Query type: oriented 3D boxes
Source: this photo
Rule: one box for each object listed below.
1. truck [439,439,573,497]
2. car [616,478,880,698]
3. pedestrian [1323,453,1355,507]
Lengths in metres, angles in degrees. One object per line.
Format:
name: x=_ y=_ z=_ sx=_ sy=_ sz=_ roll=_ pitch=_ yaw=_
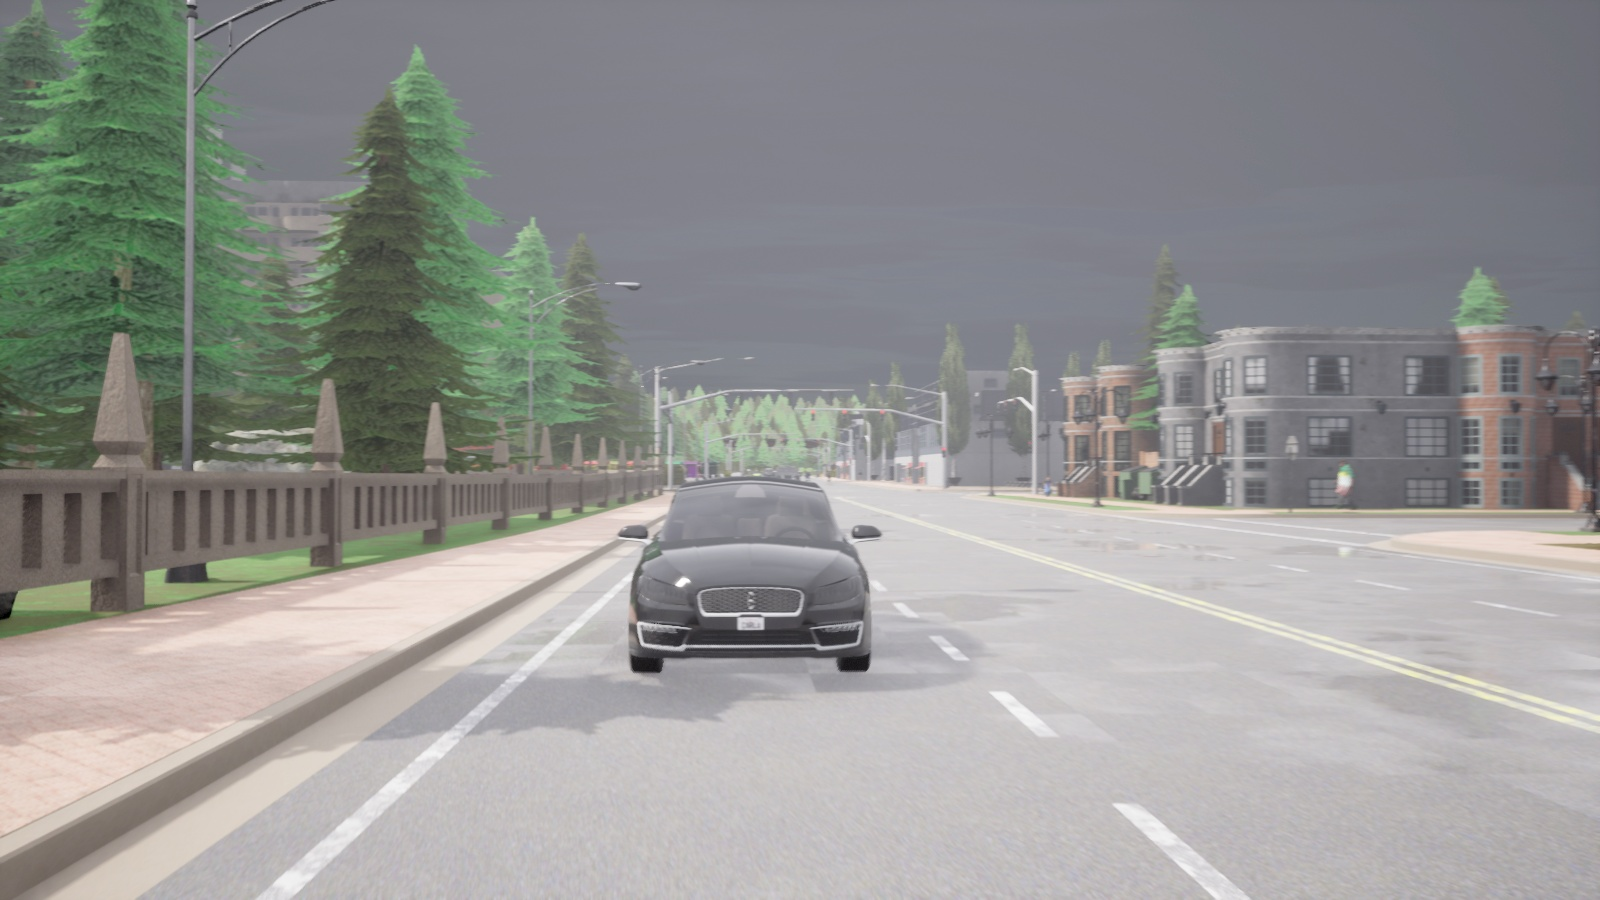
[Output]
truck: x=-19.976 y=1.222 z=85.700 sx=8.468 sy=3.827 sz=2.891 roll=0 pitch=-1 yaw=-3
car: x=-0.472 y=1.012 z=11.221 sx=1.837 sy=1.490 sz=4.892 roll=0 pitch=-1 yaw=-3
pedestrian: x=19.525 y=1.082 z=45.533 sx=0.873 sy=1.952 sz=0.659 roll=0 pitch=-1 yaw=4
